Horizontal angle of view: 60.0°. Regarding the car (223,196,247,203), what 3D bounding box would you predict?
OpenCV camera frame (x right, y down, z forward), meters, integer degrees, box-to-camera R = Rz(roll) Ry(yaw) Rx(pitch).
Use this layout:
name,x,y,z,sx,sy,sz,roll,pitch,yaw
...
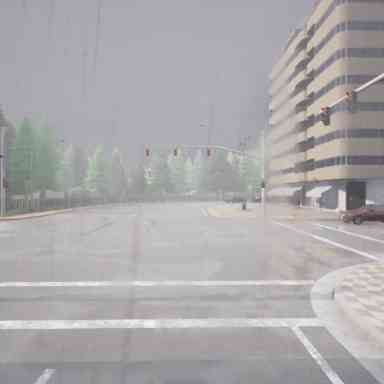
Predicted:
name,x,y,z,sx,sy,sz,roll,pitch,yaw
car,8.874,1.547,68.199,5.357,1.411,2.033,0,0,-38

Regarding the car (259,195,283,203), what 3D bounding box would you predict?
name,x,y,z,sx,sy,sz,roll,pitch,yaw
car,17.537,1.524,73.805,4.902,1.511,2.128,0,0,-23

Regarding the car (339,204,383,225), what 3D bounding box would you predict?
name,x,y,z,sx,sy,sz,roll,pitch,yaw
car,13.161,1.581,24.155,4.674,1.442,1.812,0,0,-1

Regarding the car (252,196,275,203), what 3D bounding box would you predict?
name,x,y,z,sx,sy,sz,roll,pitch,yaw
car,14.187,1.525,67.903,4.674,1.442,1.812,0,0,-34
